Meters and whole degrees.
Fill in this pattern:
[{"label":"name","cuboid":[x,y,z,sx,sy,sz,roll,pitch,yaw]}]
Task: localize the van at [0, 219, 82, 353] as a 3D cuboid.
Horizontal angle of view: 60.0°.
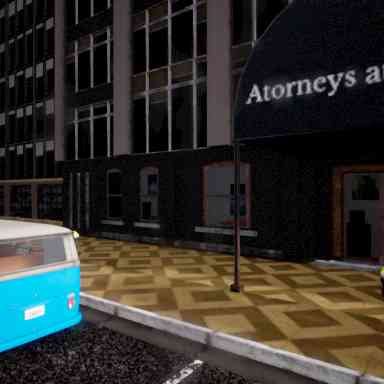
[{"label":"van","cuboid":[-3.561,1.341,5.438,3.998,1.788,1.690,0,0,36]}]
